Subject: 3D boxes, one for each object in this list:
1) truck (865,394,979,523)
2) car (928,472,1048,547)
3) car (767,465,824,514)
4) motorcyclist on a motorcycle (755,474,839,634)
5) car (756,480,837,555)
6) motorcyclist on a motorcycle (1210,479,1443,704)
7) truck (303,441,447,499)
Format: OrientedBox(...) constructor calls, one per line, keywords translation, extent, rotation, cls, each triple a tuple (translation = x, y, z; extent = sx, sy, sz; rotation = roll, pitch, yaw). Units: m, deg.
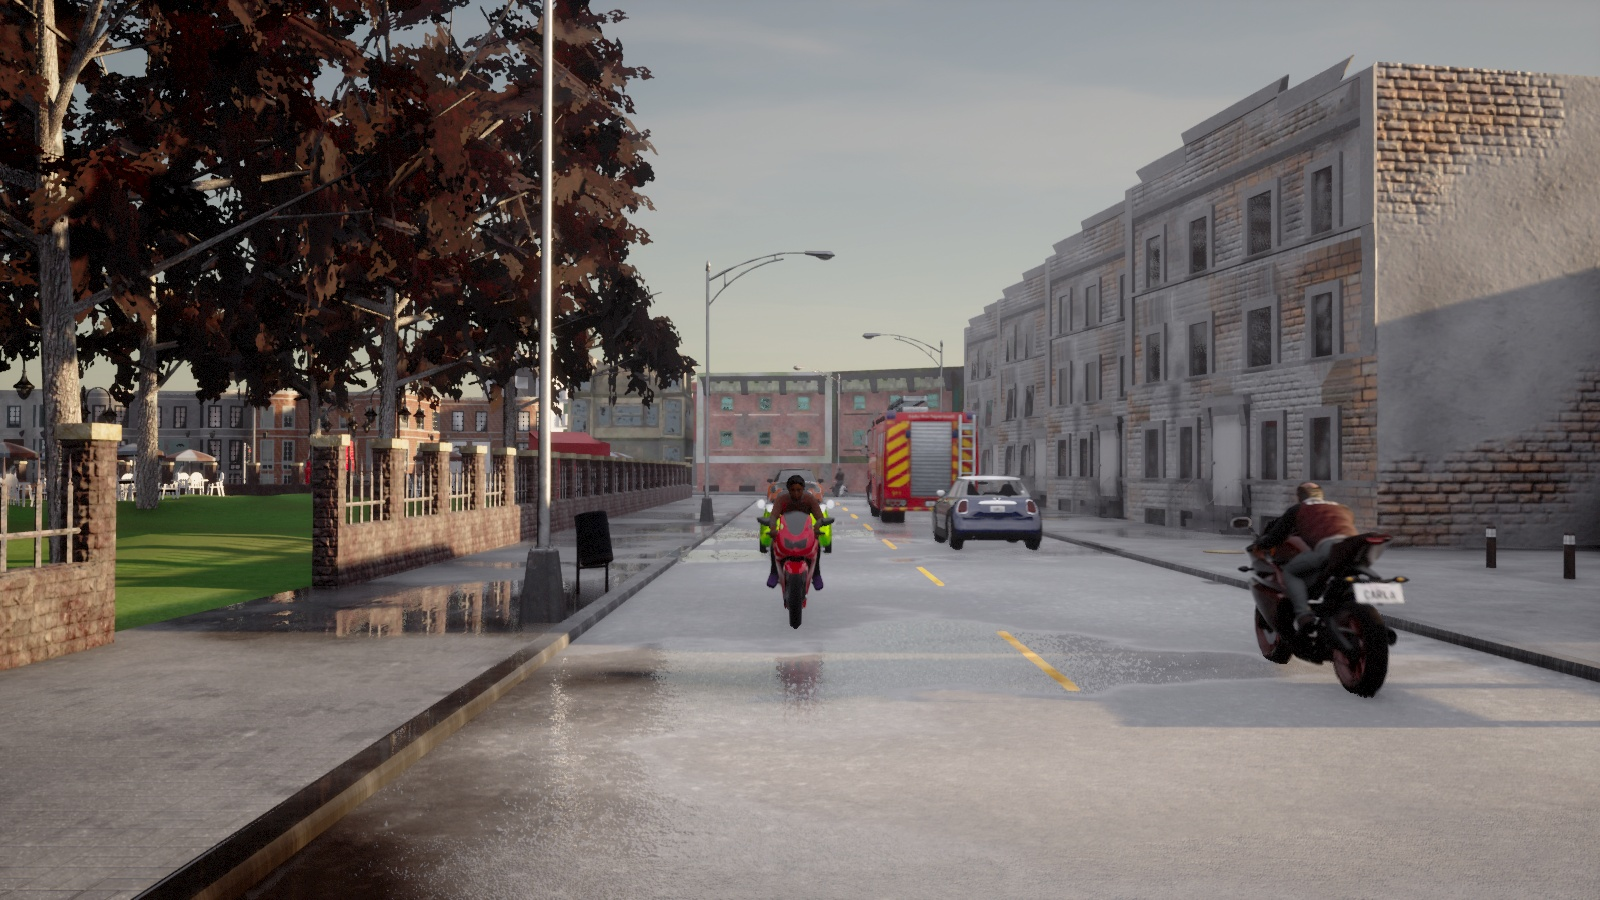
OrientedBox(translation=(3.857, 0.331, 41.565), extent=(2.891, 3.827, 8.468), rotation=(0, -1, 0), cls="truck")
OrientedBox(translation=(3.921, 1.213, 26.754), extent=(1.970, 1.475, 3.806), rotation=(0, -1, 0), cls="car")
OrientedBox(translation=(-0.166, 1.481, 48.179), extent=(2.097, 1.767, 4.553), rotation=(0, -1, 0), cls="car")
OrientedBox(translation=(-0.036, 1.016, 13.050), extent=(0.797, 1.523, 2.044), rotation=(0, -1, 0), cls="motorcyclist on a motorcycle")
OrientedBox(translation=(-0.069, 1.278, 24.365), extent=(1.481, 1.376, 2.207), rotation=(0, -1, 0), cls="car")
OrientedBox(translation=(3.973, 0.997, 9.725), extent=(0.866, 1.530, 2.191), rotation=(0, -1, 0), cls="motorcyclist on a motorcycle")
OrientedBox(translation=(-26.336, 1.246, 78.091), extent=(7.936, 3.462, 2.891), rotation=(0, -1, 0), cls="truck")
